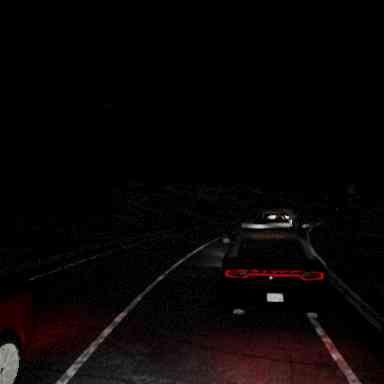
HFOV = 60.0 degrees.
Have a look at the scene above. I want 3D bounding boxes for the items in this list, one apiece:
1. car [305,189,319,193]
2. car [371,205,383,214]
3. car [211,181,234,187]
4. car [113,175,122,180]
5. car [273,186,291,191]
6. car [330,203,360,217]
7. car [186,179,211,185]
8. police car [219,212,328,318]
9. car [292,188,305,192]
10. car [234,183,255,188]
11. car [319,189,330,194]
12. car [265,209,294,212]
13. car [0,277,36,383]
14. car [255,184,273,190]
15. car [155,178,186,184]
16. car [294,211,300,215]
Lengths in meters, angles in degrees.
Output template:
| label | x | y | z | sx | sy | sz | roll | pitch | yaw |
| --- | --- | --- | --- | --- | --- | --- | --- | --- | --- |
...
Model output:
| label | x | y | z | sx | sy | sz | roll | pitch | yaw |
| --- | --- | --- | --- | --- | --- | --- | --- | --- | --- |
| car | 28.001 | 0.022 | 81.297 | 4.892 | 1.521 | 2.231 | 4 | -6 | -37 |
| car | 28.117 | 2.522 | 48.410 | 4.181 | 1.385 | 1.994 | 1 | -5 | -29 |
| car | 5.258 | -1.311 | 65.488 | 4.674 | 1.452 | 2.002 | 3 | -6 | -31 |
| car | -13.733 | -2.339 | 54.413 | 4.553 | 1.767 | 2.185 | 2 | -5 | -30 |
| car | 19.231 | -0.516 | 74.778 | 4.792 | 1.488 | 2.163 | 3 | -6 | -35 |
| car | 19.087 | 2.128 | 41.479 | 4.553 | 1.767 | 2.097 | 1 | -4 | -41 |
| car | 0.513 | -1.594 | 62.628 | 4.892 | 1.521 | 2.231 | 3 | -6 | -30 |
| police car | 1.731 | 1.499 | 7.832 | 1.930 | 1.638 | 5.238 | -1 | -1 | 9 |
| car | 23.691 | -0.225 | 78.018 | 4.674 | 1.452 | 2.002 | 4 | -6 | -36 |
| car | 9.941 | -1.094 | 68.457 | 5.008 | 1.535 | 2.097 | 3 | -6 | -32 |
| car | 32.405 | 0.220 | 84.811 | 4.553 | 1.767 | 2.185 | 4 | -6 | -38 |
| car | 4.081 | 1.667 | 17.172 | 1.801 | 1.575 | 5.366 | -2 | -1 | 19 |
| car | -3.081 | 1.505 | 2.257 | 1.882 | 1.535 | 5.008 | 0 | -1 | 4 |
| car | 14.539 | -0.955 | 71.518 | 4.553 | 1.767 | 2.185 | 3 | -6 | -33 |
| car | -4.261 | -1.810 | 59.865 | 4.892 | 1.521 | 2.231 | 2 | -5 | -30 |
| car | 6.135 | 1.832 | 22.315 | 1.812 | 1.442 | 4.674 | -2 | -2 | 25 |
